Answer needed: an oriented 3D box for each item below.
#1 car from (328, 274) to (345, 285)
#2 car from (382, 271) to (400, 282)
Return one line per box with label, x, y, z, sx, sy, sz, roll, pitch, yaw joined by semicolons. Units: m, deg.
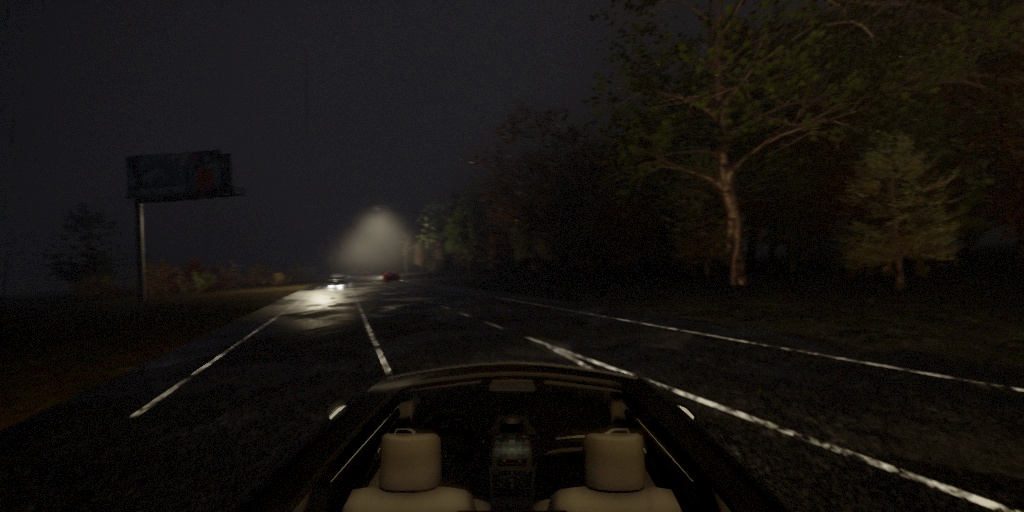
car;-24.431;3.250;50.053;2.128;1.511;4.902;-3;-1;-23
car;-17.089;2.858;50.540;1.882;1.535;5.008;-2;-1;-25
